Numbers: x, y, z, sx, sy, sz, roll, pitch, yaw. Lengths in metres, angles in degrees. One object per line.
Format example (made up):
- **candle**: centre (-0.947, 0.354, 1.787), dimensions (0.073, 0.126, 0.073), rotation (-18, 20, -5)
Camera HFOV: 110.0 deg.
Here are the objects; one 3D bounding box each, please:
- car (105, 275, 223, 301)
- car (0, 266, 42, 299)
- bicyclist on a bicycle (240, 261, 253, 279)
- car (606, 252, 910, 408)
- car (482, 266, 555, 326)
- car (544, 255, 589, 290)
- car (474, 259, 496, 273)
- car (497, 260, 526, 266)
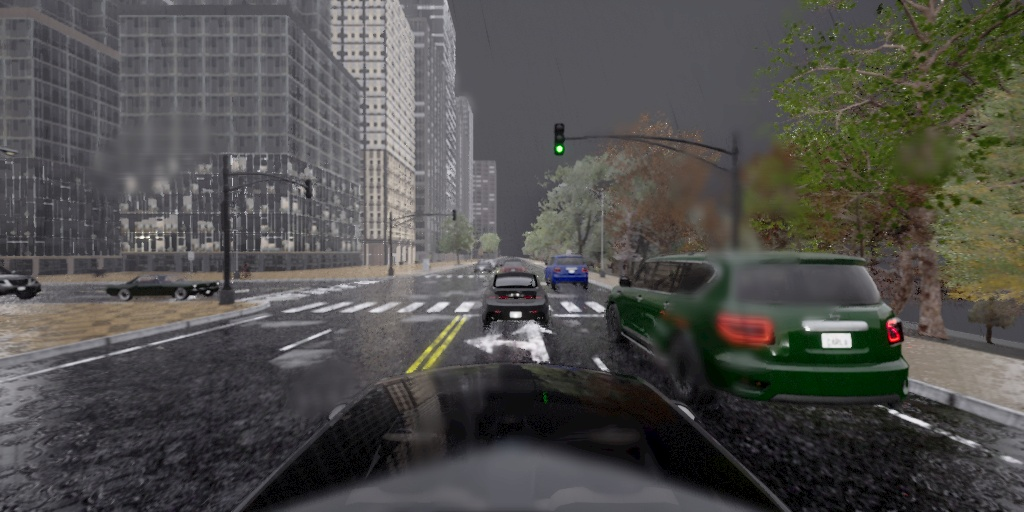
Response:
- **car**: centre (-18.414, 1.645, 19.159), dimensions (4.718, 1.301, 1.895), rotation (-1, 1, 0)
- **car**: centre (-28.987, 1.432, 19.198), dimensions (5.566, 2.045, 2.150), rotation (-1, 1, 0)
- **bicyclist on a bicycle**: centre (-24.653, 1.310, 33.277), dimensions (0.582, 1.620, 1.656), rotation (-1, 1, 0)
- **car**: centre (3.349, 0.967, 6.381), dimensions (2.150, 2.045, 5.566), rotation (0, 0, 0)
- **car**: centre (0.097, 1.247, 11.551), dimensions (1.837, 1.490, 4.892), rotation (0, 0, 0)
- **car**: centre (3.340, 0.958, 22.712), dimensions (2.150, 2.045, 5.566), rotation (0, 0, 0)
- **car**: centre (-3.345, 1.208, 42.179), dimensions (2.128, 1.511, 4.902), rotation (0, 0, 0)
- **car**: centre (0.095, 1.082, 29.408), dimensions (2.097, 1.767, 4.553), rotation (0, 0, 0)
